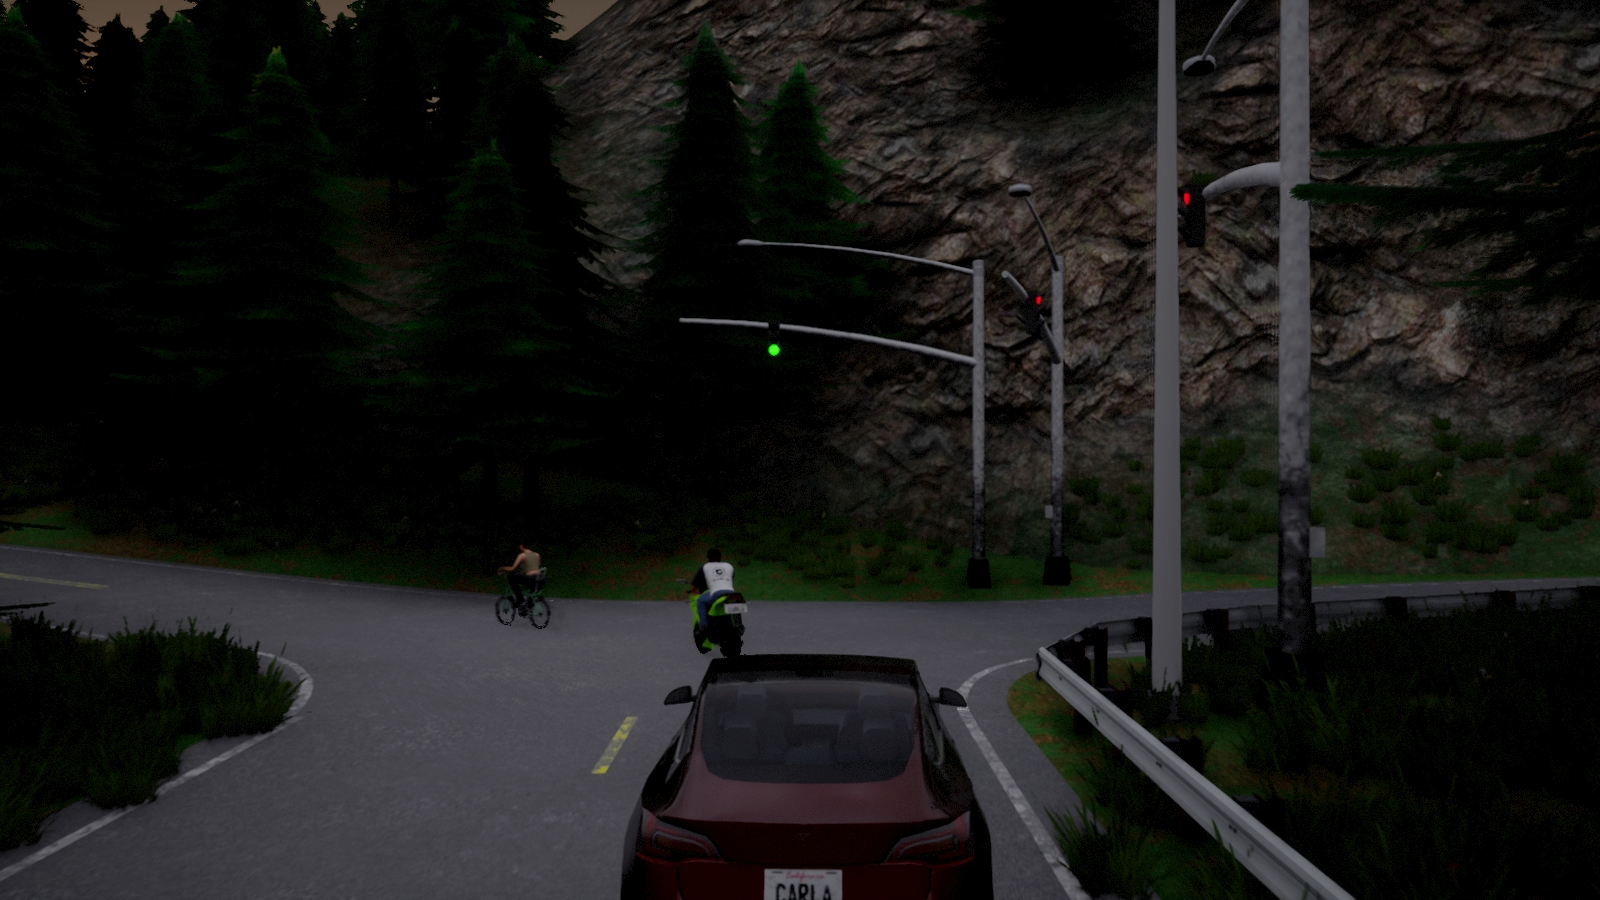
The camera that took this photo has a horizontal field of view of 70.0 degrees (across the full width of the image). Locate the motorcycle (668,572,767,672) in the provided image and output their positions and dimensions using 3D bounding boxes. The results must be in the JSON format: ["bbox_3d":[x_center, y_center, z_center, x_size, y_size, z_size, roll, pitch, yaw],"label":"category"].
[{"bbox_3d":[-1.153,2.274,15.442,0.803,1.145,2.033,0,-3,-20],"label":"motorcycle"}]

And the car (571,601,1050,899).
[{"bbox_3d":[0.116,2.061,7.553,2.163,1.488,4.792,0,0,2],"label":"car"}]
